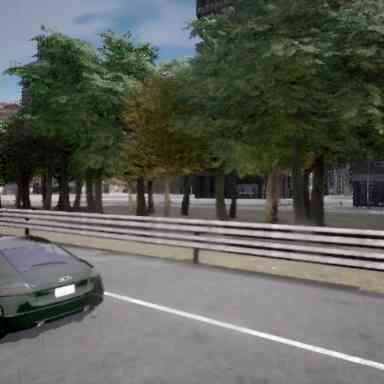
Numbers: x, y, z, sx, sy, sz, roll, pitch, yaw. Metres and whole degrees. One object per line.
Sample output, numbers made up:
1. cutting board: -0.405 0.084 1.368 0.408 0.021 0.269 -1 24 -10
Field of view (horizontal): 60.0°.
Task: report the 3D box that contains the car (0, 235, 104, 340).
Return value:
1. car: -3.679 1.564 6.556 4.181 1.385 1.994 0 0 36
